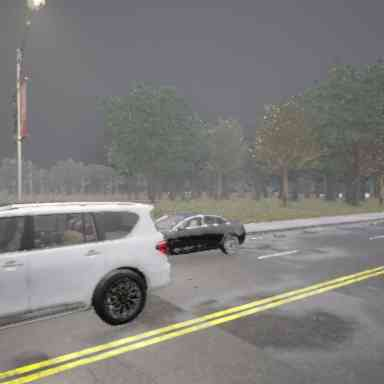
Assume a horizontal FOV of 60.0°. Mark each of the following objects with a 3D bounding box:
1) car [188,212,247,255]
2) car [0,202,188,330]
[{"bbox_3d":[-0.269,1.459,11.478,4.902,1.511,2.128,0,0,-35],"label":"car"},{"bbox_3d":[-3.009,1.218,5.529,5.566,2.045,2.150,0,0,-35],"label":"car"}]
